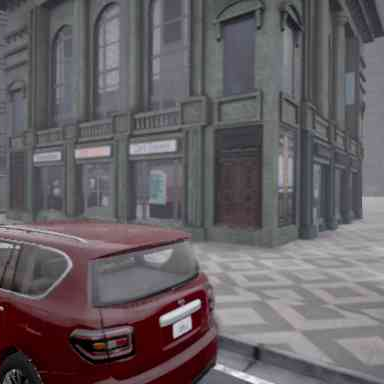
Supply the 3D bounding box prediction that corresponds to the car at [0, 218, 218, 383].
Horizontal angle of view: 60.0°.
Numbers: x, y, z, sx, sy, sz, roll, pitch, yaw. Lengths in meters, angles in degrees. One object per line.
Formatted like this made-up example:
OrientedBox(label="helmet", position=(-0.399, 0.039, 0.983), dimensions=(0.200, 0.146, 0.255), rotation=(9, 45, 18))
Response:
OrientedBox(label="car", position=(-2.034, 1.287, 4.405), dimensions=(5.009, 1.841, 2.192), rotation=(0, 0, 35))
